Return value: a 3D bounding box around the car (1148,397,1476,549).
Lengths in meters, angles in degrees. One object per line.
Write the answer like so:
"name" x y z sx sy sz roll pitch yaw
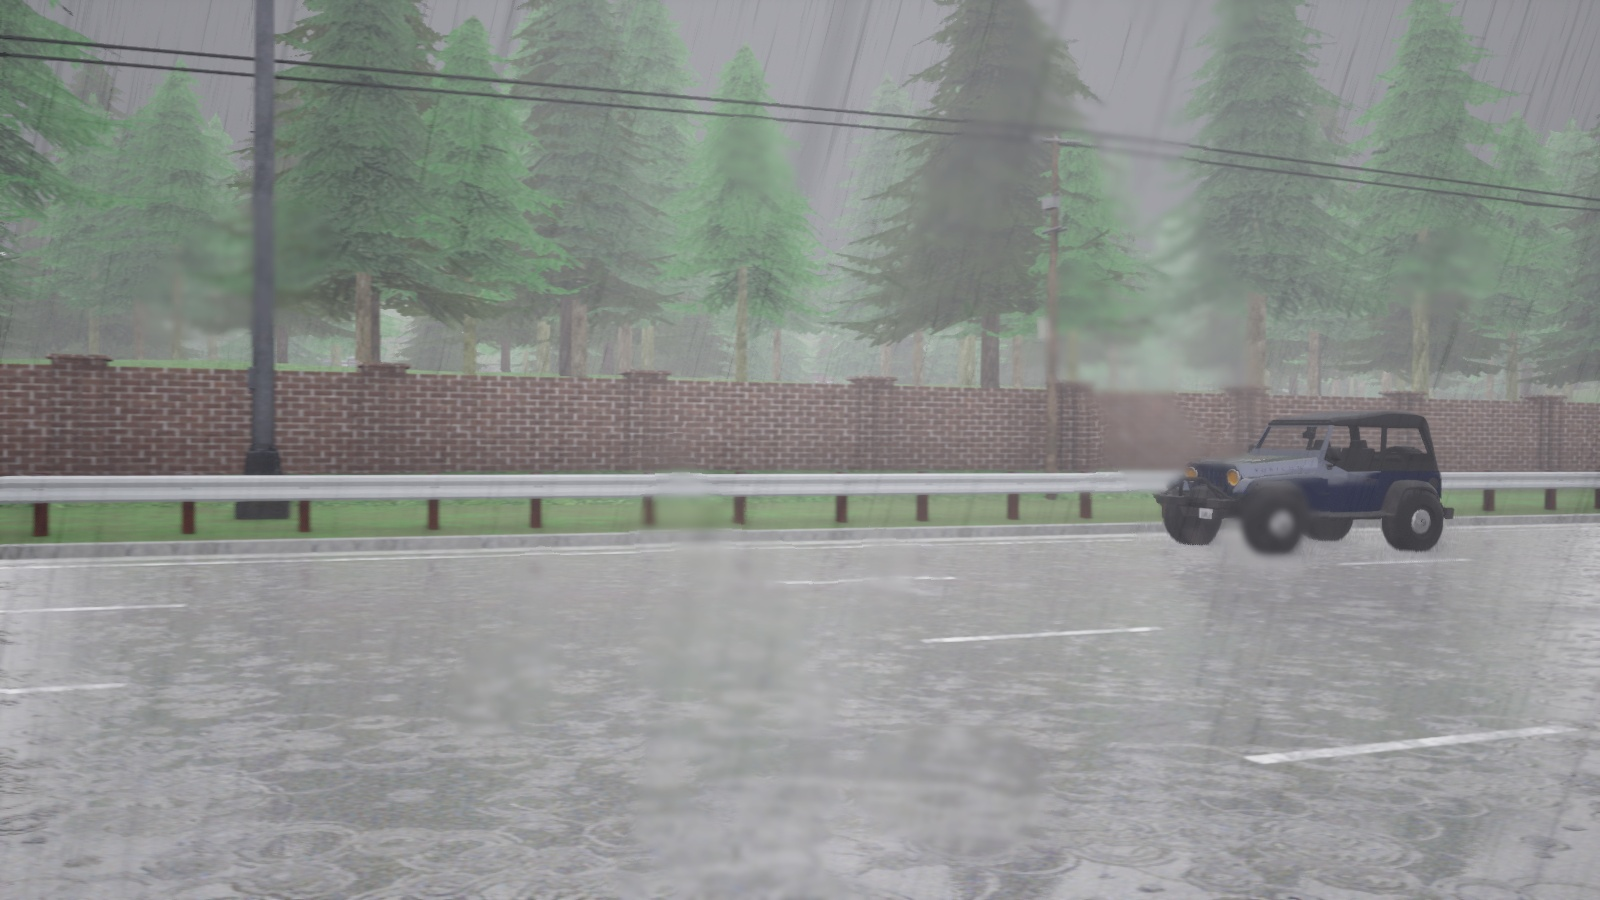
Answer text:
"car" 6.953 0.240 17.107 3.866 1.878 1.905 -1 1 -21
